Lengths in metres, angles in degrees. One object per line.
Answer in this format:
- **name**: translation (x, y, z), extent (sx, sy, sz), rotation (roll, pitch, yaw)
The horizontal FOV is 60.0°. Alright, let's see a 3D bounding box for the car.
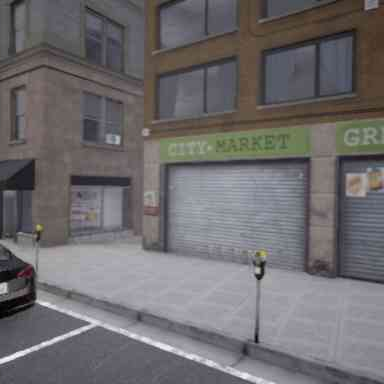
- **car**: translation (-4.656, 1.511, 6.262), extent (4.313, 1.339, 1.947), rotation (0, 1, 35)
